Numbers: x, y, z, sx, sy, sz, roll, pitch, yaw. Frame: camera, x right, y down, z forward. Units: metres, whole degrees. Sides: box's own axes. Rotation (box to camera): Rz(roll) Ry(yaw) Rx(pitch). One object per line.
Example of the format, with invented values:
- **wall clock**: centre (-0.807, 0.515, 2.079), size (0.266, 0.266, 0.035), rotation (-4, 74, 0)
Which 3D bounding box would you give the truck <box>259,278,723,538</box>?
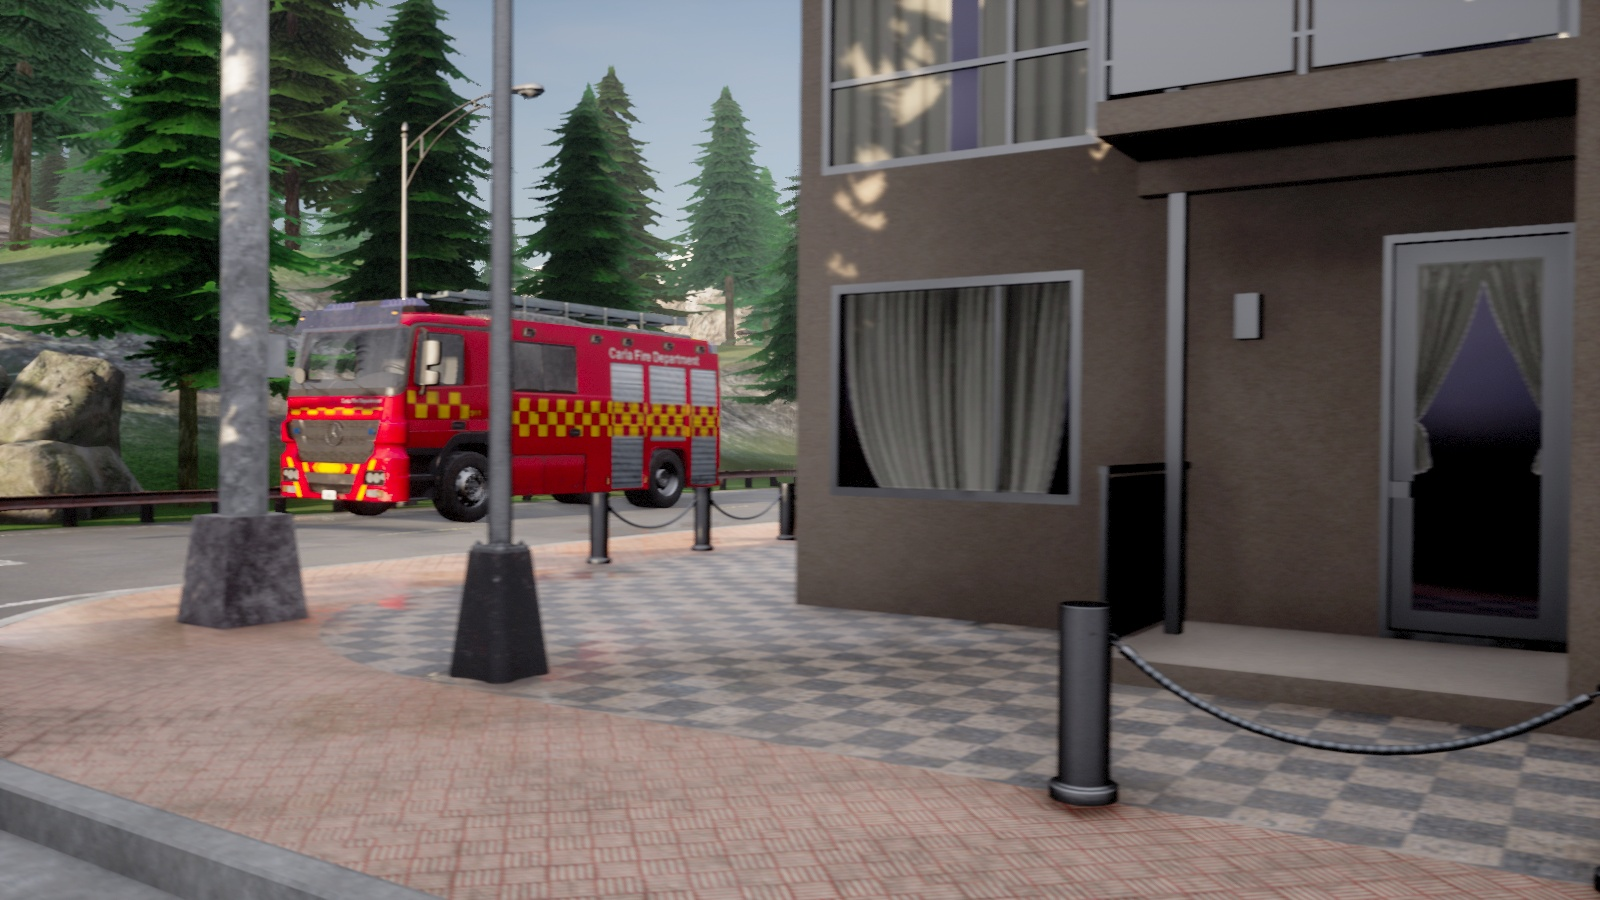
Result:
- **truck**: centre (-5.109, -0.684, 22.847), size (2.891, 3.827, 8.468), rotation (0, 1, 33)
